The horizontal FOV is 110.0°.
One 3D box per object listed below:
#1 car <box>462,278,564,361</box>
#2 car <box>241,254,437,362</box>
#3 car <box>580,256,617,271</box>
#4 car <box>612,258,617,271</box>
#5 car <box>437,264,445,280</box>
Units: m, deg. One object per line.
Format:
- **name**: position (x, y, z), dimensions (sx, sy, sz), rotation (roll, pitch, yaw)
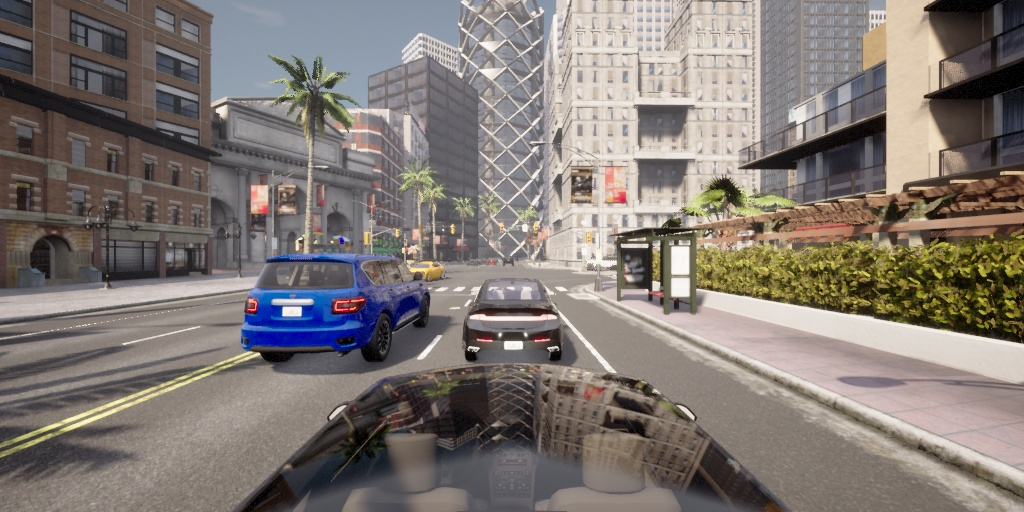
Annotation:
- **car**: position (0.015, 1.242, 8.266), dimensions (2.128, 1.511, 4.902), rotation (0, 0, 0)
- **car**: position (-3.487, 0.971, 8.353), dimensions (2.150, 2.045, 5.566), rotation (0, 0, 0)
- **car**: position (11.990, 0.973, 48.261), dimensions (5.566, 2.045, 2.150), rotation (0, 0, 1)
- **car**: position (15.118, 1.314, 44.744), dimensions (4.181, 1.385, 1.994), rotation (0, 0, -1)
- **car**: position (-6.997, 1.228, 28.864), dimensions (1.882, 1.535, 5.008), rotation (-1, 0, 9)
